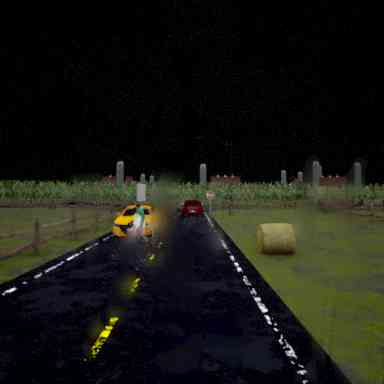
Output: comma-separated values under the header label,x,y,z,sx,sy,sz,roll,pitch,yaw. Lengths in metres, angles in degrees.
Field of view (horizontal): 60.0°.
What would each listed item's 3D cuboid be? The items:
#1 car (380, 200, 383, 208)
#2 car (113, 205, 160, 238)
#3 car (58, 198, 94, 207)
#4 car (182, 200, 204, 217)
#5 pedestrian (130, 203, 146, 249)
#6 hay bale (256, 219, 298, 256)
label,x,y,z,sx,sy,sz,roll,pitch,yaw
car,29.926,1.498,47.444,5.566,2.045,2.150,1,-1,0
car,-2.849,1.479,17.861,1.882,1.535,5.008,0,0,0
car,-16.667,1.514,47.780,4.718,1.301,1.895,0,-1,-1
car,0.066,1.478,31.009,1.882,1.535,5.008,0,0,0
pedestrian,-2.141,1.295,13.199,0.375,1.860,0.375,1,-1,-3
hay bale,3.113,1.657,12.350,1.220,1.180,1.240,-1,-1,0
